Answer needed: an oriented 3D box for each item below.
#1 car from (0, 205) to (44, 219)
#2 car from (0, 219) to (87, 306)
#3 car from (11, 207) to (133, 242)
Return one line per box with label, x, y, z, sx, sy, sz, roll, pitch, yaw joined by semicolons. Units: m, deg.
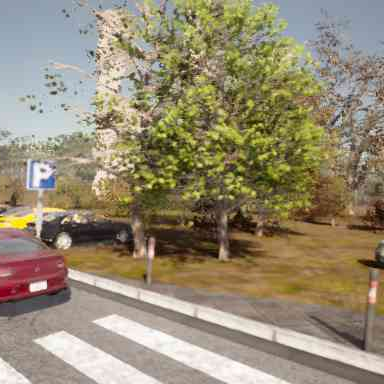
car;-6.919;1.539;16.357;2.097;1.535;5.008;1;-1;39
car;-4.592;1.535;7.502;4.674;1.442;1.812;0;-1;39
car;-4.785;1.558;14.614;2.231;1.521;4.892;0;-1;39
